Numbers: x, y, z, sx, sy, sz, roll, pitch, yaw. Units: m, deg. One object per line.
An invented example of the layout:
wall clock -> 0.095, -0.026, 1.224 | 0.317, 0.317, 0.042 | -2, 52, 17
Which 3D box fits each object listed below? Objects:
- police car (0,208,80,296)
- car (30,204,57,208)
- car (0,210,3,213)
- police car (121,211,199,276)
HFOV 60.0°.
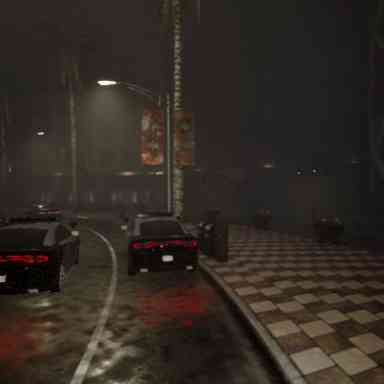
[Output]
police car -> -4.188, 1.464, 8.872 | 1.930, 1.638, 5.238 | 0, 0, -12
car -> -10.689, 1.592, 23.778 | 2.128, 1.511, 4.902 | 0, 0, -35
car -> -13.029, 1.707, 21.123 | 1.895, 1.301, 4.718 | 0, 0, -33
police car -> -1.207, 1.451, 10.768 | 1.930, 1.638, 5.238 | 0, 0, -14
